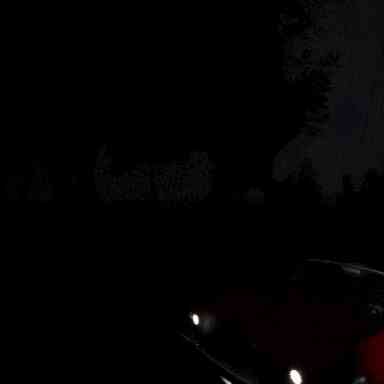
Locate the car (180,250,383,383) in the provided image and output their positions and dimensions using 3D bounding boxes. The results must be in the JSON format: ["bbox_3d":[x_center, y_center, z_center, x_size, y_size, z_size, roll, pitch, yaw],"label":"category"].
[{"bbox_3d":[2.225,1.585,4.507,4.718,1.301,1.895,0,1,-34],"label":"car"}]
